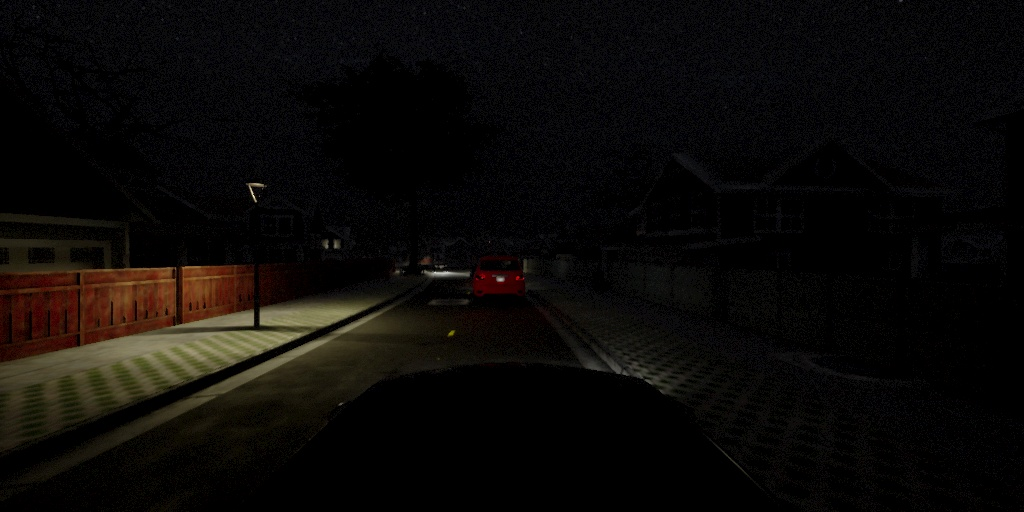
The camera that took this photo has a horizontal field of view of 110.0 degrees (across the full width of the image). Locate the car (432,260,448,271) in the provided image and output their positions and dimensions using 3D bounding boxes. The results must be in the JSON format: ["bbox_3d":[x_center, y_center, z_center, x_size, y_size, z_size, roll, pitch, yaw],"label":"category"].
[{"bbox_3d":[-10.186,1.356,50.371,2.128,1.511,4.902,0,0,-17],"label":"car"}]

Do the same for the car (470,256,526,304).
[{"bbox_3d":[-0.689,1.013,16.645,2.150,2.045,5.566,0,0,-5],"label":"car"}]
